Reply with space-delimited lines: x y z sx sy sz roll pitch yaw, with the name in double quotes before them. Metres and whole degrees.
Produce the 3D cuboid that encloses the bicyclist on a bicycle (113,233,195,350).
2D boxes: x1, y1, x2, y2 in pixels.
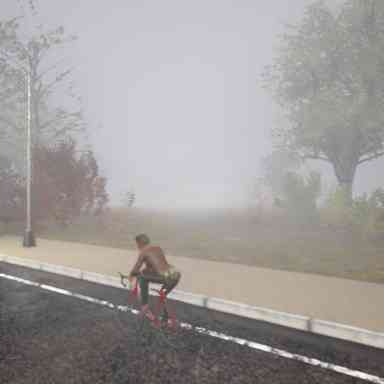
"bicyclist on a bicycle" -0.640 1.469 5.075 1.656 1.620 0.582 -1 0 35
